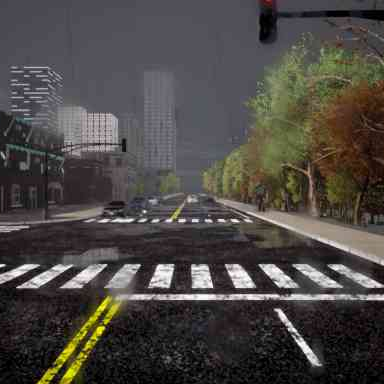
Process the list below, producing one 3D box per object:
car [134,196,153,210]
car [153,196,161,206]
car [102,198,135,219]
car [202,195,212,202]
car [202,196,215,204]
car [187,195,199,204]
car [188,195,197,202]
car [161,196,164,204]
[{"bbox_3d":[-6.556,1.337,41.774,2.097,1.767,4.553,0,0,0],"label":"car"},{"bbox_3d":[-6.540,1.506,52.738,1.812,1.442,4.674,0,0,0],"label":"car"},{"bbox_3d":[-6.572,1.517,29.538,1.812,1.442,4.674,0,0,0],"label":"car"},{"bbox_3d":[3.317,1.510,74.412,2.033,1.411,5.357,0,0,0],"label":"car"},{"bbox_3d":[3.401,1.523,63.759,2.033,1.411,5.357,0,0,0],"label":"car"},{"bbox_3d":[0.146,1.502,62.648,1.812,1.442,4.674,0,0,0],"label":"car"},{"bbox_3d":[0.075,1.447,74.833,1.882,1.535,5.008,0,0,0],"label":"car"},{"bbox_3d":[-6.493,1.468,63.452,2.128,1.511,4.902,0,0,1],"label":"car"}]
